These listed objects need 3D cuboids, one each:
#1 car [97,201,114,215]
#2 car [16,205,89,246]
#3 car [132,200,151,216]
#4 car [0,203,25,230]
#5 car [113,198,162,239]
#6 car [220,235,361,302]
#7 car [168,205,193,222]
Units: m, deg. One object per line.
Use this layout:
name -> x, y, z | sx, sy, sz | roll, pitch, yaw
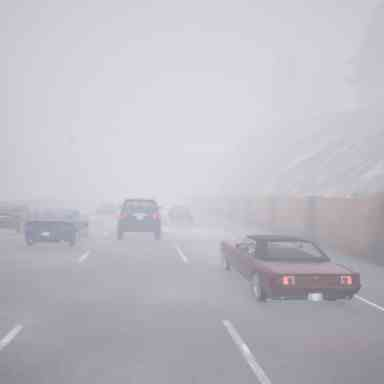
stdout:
car -> -8.962, 1.676, 35.519 | 1.994, 1.385, 4.181 | 2, -1, -8
car -> -5.922, 1.457, 15.113 | 1.882, 1.535, 5.008 | 2, -1, -8
car -> -5.587, 1.711, 36.625 | 1.882, 1.535, 5.008 | 2, 0, -8
car -> -9.992, 1.393, 18.701 | 1.837, 1.490, 4.892 | 2, -1, -8
car -> -2.833, 1.335, 18.190 | 2.150, 2.045, 5.566 | 2, -1, -8
car -> 2.098, 1.769, 8.696 | 1.895, 1.301, 4.718 | 2, -1, -8
car -> -1.070, 1.853, 30.013 | 2.033, 1.411, 5.357 | 2, -1, -8
